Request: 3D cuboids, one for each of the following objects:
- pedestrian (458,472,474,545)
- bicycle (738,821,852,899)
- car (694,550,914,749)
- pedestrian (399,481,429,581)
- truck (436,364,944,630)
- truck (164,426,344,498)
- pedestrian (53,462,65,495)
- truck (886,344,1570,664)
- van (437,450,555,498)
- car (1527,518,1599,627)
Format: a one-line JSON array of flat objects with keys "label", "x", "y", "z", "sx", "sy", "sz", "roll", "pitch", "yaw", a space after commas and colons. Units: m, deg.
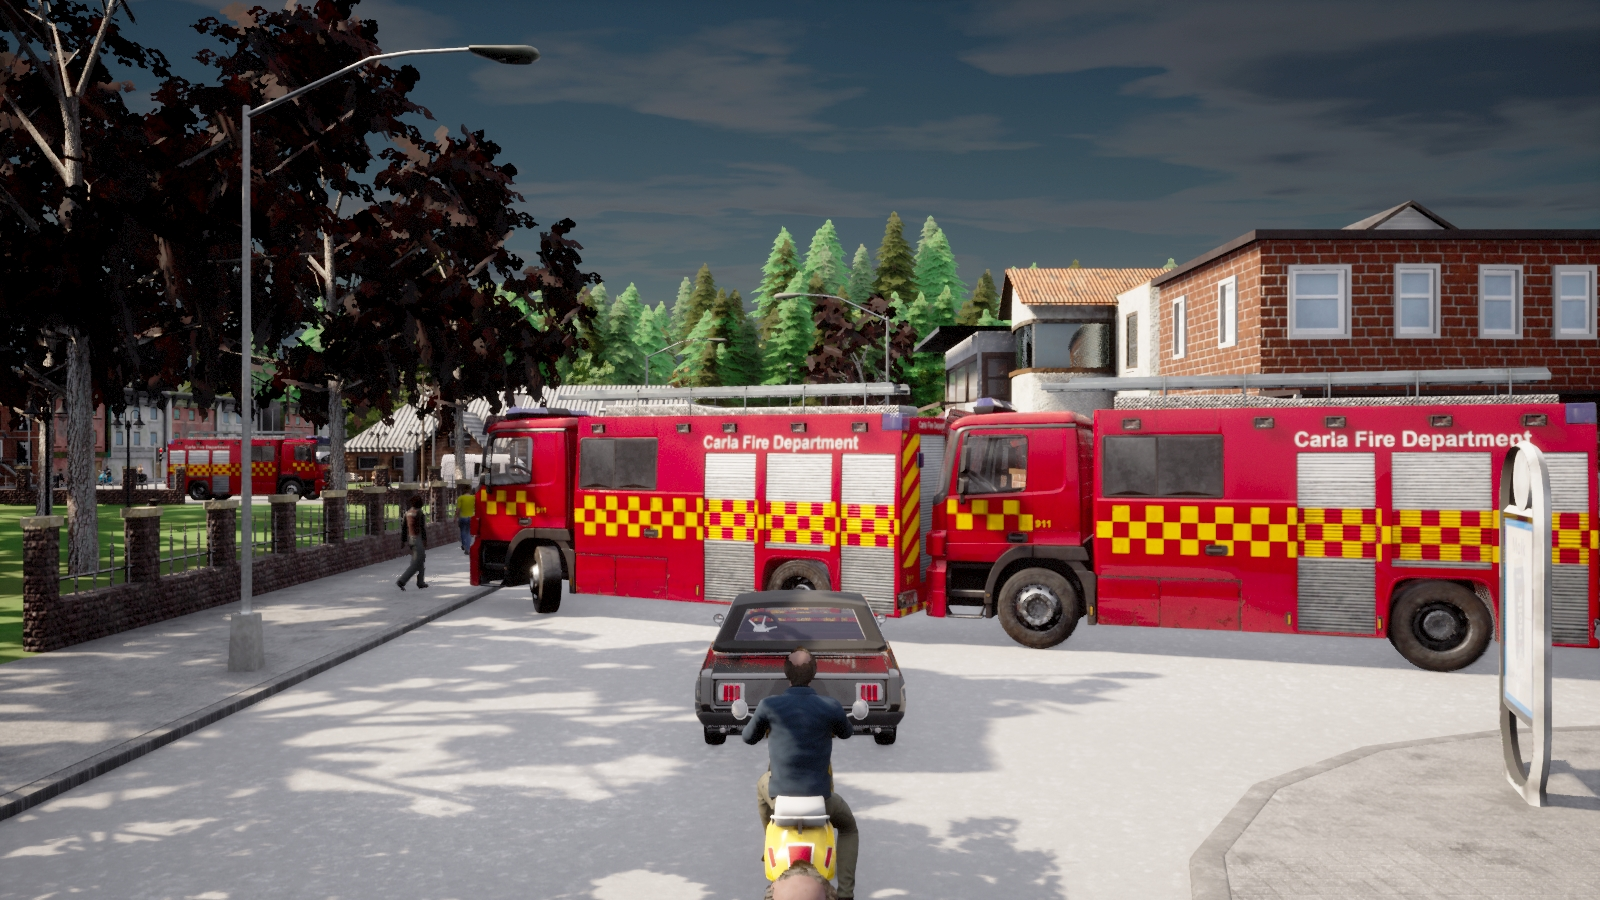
[{"label": "pedestrian", "x": -8.633, "y": 1.513, "z": 29.507, "sx": 0.375, "sy": 1.860, "sz": 0.375, "roll": 0, "pitch": 0, "yaw": -18}, {"label": "bicycle", "x": -0.015, "y": 1.938, "z": 3.086, "sx": 0.329, "sy": 1.271, "sz": 1.835, "roll": 0, "pitch": 0, "yaw": 0}, {"label": "car", "x": 0.033, "y": 1.930, "z": 12.217, "sx": 1.895, "sy": 1.301, "sz": 4.718, "roll": 0, "pitch": 0, "yaw": 0}, {"label": "pedestrian", "x": -7.286, "y": 1.516, "z": 21.564, "sx": 0.375, "sy": 1.860, "sz": 0.375, "roll": 0, "pitch": 0, "yaw": 32}, {"label": "truck", "x": -2.039, "y": 0.665, "z": 19.659, "sx": 8.468, "sy": 3.827, "sz": 2.891, "roll": 0, "pitch": 0, "yaw": 27}, {"label": "truck", "x": -29.853, "y": 0.645, "z": 62.699, "sx": 8.468, "sy": 3.827, "sz": 2.891, "roll": 0, "pitch": 0, "yaw": 1}, {"label": "pedestrian", "x": -41.903, "y": 1.602, "z": 64.618, "sx": 0.375, "sy": 1.860, "sz": 0.375, "roll": 0, "pitch": 0, "yaw": 12}, {"label": "truck", "x": 5.718, "y": 0.661, "z": 16.473, "sx": 8.468, "sy": 3.827, "sz": 2.891, "roll": 0, "pitch": 0, "yaw": 20}, {"label": "van", "x": -16.613, "y": 1.289, "z": 62.612, "sx": 5.915, "sy": 2.561, "sz": 1.988, "roll": 0, "pitch": 0, "yaw": 0}, {"label": "car", "x": 14.082, "y": 1.835, "z": 17.290, "sx": 4.792, "sy": 1.488, "sz": 2.163, "roll": 0, "pitch": 0, "yaw": 0}]
